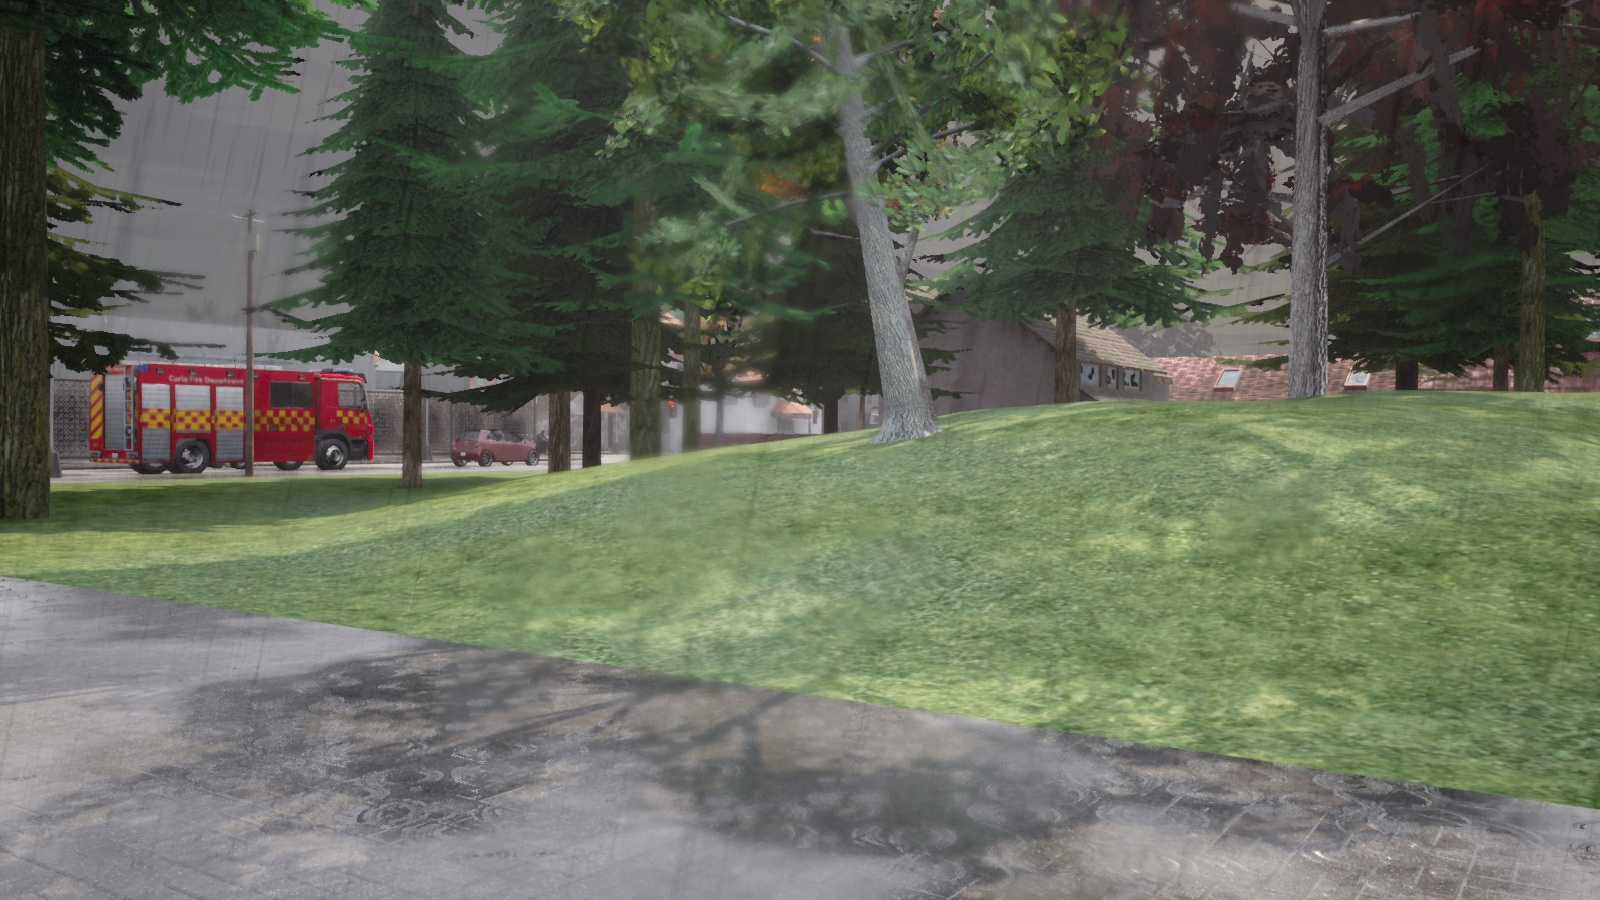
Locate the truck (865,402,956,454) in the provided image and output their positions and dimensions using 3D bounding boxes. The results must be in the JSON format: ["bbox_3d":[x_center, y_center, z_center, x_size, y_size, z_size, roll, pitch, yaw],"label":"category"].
[{"bbox_3d":[7.773,-1.514,87.329,2.891,3.462,7.936,0,1,33],"label":"truck"}]

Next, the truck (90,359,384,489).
[{"bbox_3d":[-18.100,-0.831,41.094,2.891,3.827,8.468,0,1,34],"label":"truck"}]

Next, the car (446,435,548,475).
[{"bbox_3d":[-12.067,0.169,50.173,1.845,1.501,3.633,0,1,33],"label":"car"}]

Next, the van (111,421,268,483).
[{"bbox_3d":[-21.170,0.052,43.706,2.069,2.038,4.480,0,1,34],"label":"van"}]
